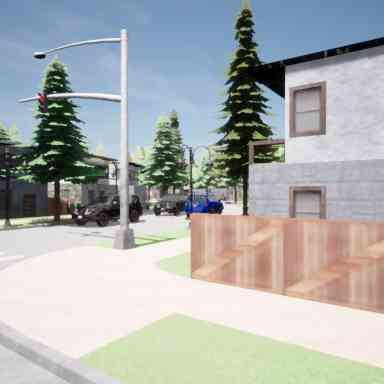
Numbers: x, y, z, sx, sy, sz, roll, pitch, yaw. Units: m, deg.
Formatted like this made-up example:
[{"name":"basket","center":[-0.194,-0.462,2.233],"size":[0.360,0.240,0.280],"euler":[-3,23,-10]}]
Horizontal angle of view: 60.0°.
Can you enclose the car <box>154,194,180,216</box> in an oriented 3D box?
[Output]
[{"name":"car","center":[-1.800,1.202,32.486],"size":[2.150,2.045,5.566],"euler":[0,0,18]}]

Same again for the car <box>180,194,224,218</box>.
[{"name":"car","center":[1.171,1.202,29.526],"size":[2.150,2.045,5.566],"euler":[0,0,20]}]

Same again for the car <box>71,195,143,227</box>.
[{"name":"car","center":[-5.684,1.202,23.106],"size":[2.150,2.045,5.566],"euler":[0,0,27]}]

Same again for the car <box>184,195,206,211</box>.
[{"name":"car","center":[0.448,1.333,42.087],"size":[2.097,1.767,4.553],"euler":[0,0,9]}]
